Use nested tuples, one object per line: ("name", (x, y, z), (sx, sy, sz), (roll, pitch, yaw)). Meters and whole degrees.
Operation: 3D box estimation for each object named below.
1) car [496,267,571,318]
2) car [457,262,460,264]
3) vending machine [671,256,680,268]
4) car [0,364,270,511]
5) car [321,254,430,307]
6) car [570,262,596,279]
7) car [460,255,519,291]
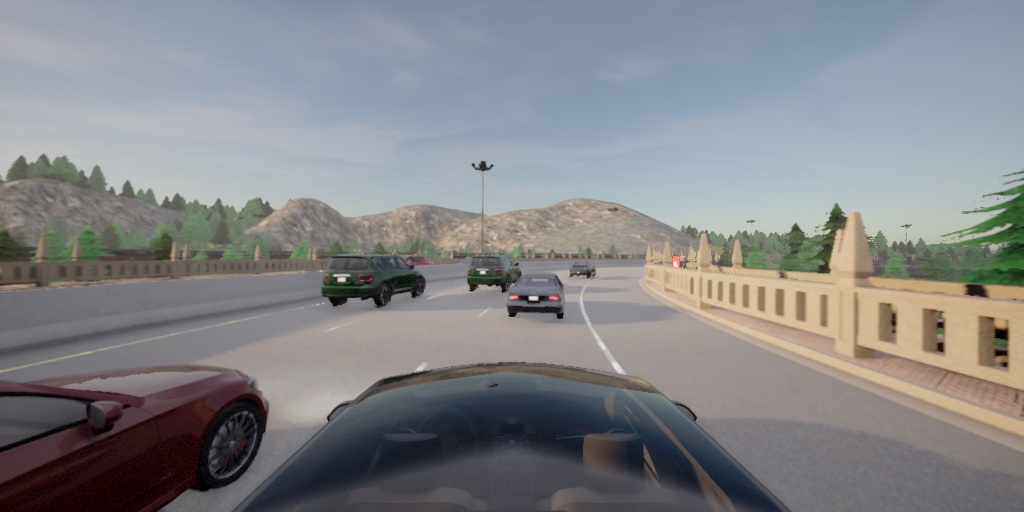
("car", (0.998, 1.301, 13.110), (2.033, 1.411, 5.357), (0, 0, 8))
("car", (-6.459, 1.066, 55.002), (2.097, 1.767, 4.553), (0, 0, 30))
("vending machine", (18.278, 1.030, 40.089), (1.100, 2.100, 0.880), (0, 0, 30))
("car", (-3.313, 1.260, 1.587), (1.812, 1.442, 4.674), (0, 0, 0))
("car", (-5.685, 0.943, 15.469), (2.150, 2.045, 5.566), (0, 0, 9))
("car", (6.759, 1.271, 33.954), (2.128, 1.511, 4.902), (0, 0, 22))
("car", (-0.932, 0.966, 21.509), (2.150, 2.045, 5.566), (0, 0, 13))
